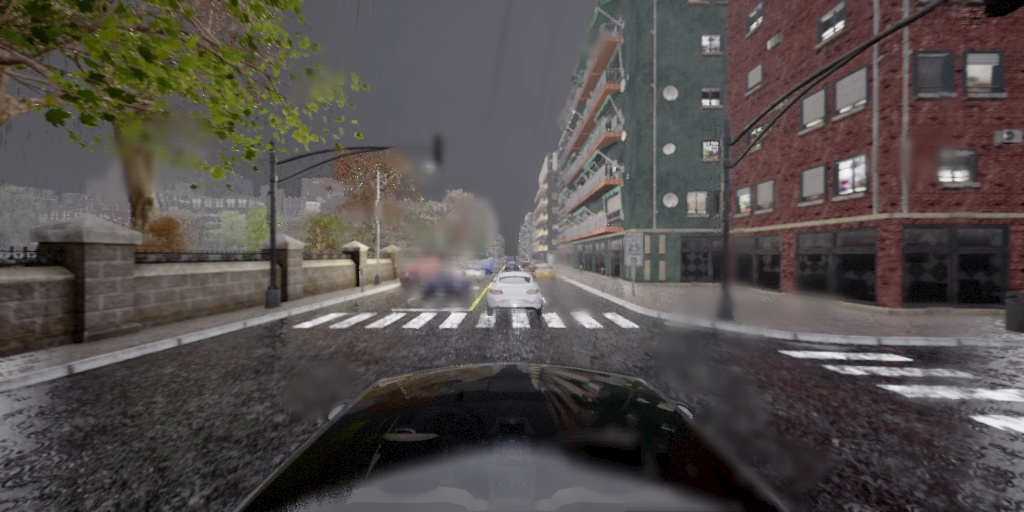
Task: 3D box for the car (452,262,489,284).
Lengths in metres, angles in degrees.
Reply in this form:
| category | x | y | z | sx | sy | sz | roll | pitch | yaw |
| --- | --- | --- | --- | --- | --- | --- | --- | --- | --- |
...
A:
| category | x | y | z | sx | sy | sz | roll | pitch | yaw |
| --- | --- | --- | --- | --- | --- | --- | --- | --- | --- |
| car | -3.085 | 1.372 | 27.109 | 1.895 | 1.301 | 4.718 | 0 | 0 | 0 |

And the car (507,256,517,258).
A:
| category | x | y | z | sx | sy | sz | roll | pitch | yaw |
| --- | --- | --- | --- | --- | --- | --- | --- | --- | --- |
| car | 0.007 | 1.034 | 58.973 | 2.150 | 2.045 | 5.566 | 0 | 0 | 0 |

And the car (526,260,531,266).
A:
| category | x | y | z | sx | sy | sz | roll | pitch | yaw |
| --- | --- | --- | --- | --- | --- | --- | --- | --- | --- |
| car | 2.695 | 1.326 | 34.689 | 1.888 | 1.381 | 4.507 | 0 | 0 | 0 |

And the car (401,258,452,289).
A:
| category | x | y | z | sx | sy | sz | roll | pitch | yaw |
| --- | --- | --- | --- | --- | --- | --- | --- | --- | --- |
| car | -5.687 | 1.082 | 23.620 | 2.192 | 1.841 | 5.009 | 0 | 0 | 0 |

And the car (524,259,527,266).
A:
| category | x | y | z | sx | sy | sz | roll | pitch | yaw |
| --- | --- | --- | --- | --- | --- | --- | --- | --- | --- |
| car | 2.696 | 1.338 | 40.225 | 2.007 | 1.370 | 4.403 | 0 | 0 | 0 |

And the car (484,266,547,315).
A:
| category | x | y | z | sx | sy | sz | roll | pitch | yaw |
| --- | --- | --- | --- | --- | --- | --- | --- | --- | --- |
| car | 0.101 | 1.284 | 13.484 | 1.812 | 1.442 | 4.674 | 0 | 0 | 0 |

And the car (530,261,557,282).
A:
| category | x | y | z | sx | sy | sz | roll | pitch | yaw |
| --- | --- | --- | --- | --- | --- | --- | --- | --- | --- |
| car | 2.694 | 1.299 | 29.324 | 1.751 | 1.417 | 4.829 | 0 | 0 | 0 |

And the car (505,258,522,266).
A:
| category | x | y | z | sx | sy | sz | roll | pitch | yaw |
| --- | --- | --- | --- | --- | --- | --- | --- | --- | --- |
| car | 0.007 | 1.324 | 48.937 | 1.812 | 1.442 | 4.674 | 0 | 0 | 0 |

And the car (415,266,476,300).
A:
| category | x | y | z | sx | sy | sz | roll | pitch | yaw |
| --- | --- | --- | --- | --- | --- | --- | --- | --- | --- |
| car | -3.092 | 1.363 | 17.738 | 1.895 | 1.301 | 4.718 | 0 | 0 | 0 |

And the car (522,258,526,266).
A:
| category | x | y | z | sx | sy | sz | roll | pitch | yaw |
| --- | --- | --- | --- | --- | --- | --- | --- | --- | --- |
| car | 2.698 | 1.362 | 62.365 | 1.888 | 1.381 | 4.507 | 0 | 0 | 0 |

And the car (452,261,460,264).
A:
| category | x | y | z | sx | sy | sz | roll | pitch | yaw |
| --- | --- | --- | --- | --- | --- | --- | --- | --- | --- |
| car | -5.685 | 1.220 | 34.690 | 1.967 | 1.591 | 4.097 | 0 | 0 | 0 |

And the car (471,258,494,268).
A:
| category | x | y | z | sx | sy | sz | roll | pitch | yaw |
| --- | --- | --- | --- | --- | --- | --- | --- | --- | --- |
| car | -3.073 | 1.264 | 39.609 | 1.882 | 1.535 | 5.008 | 0 | 0 | 0 |
